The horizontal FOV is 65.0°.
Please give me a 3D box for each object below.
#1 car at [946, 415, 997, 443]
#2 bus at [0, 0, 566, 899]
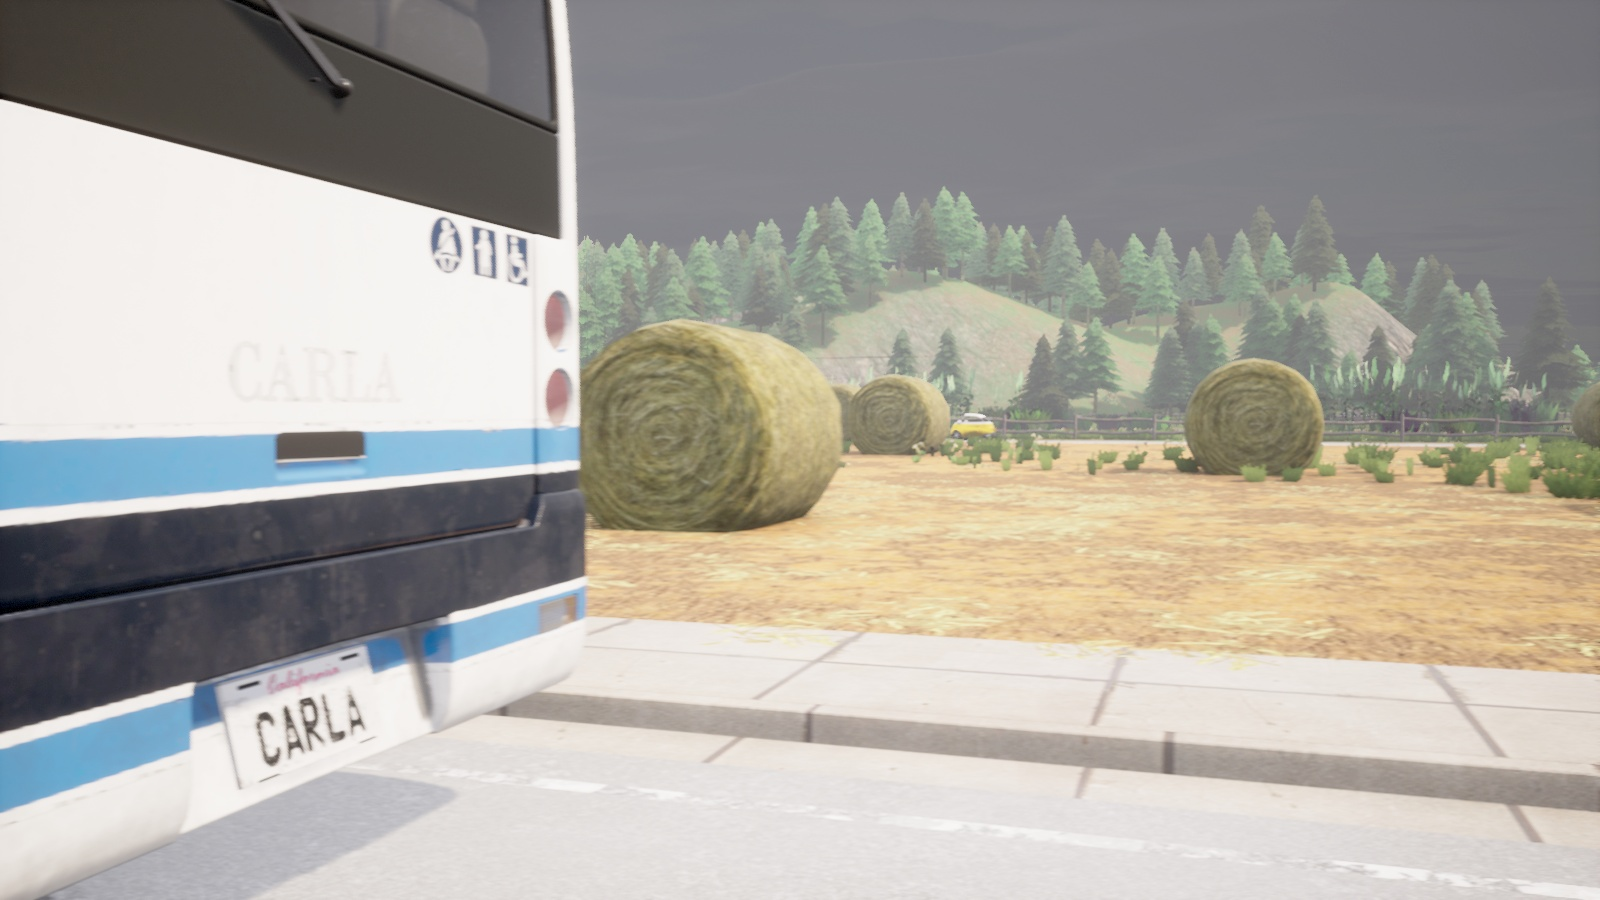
[{"bbox_3d":[8.677,-1.069,63.486,2.207,1.376,1.481,1,2,22],"label":"car"},{"bbox_3d":[-6.532,-0.722,5.322,10.273,4.253,3.944,1,2,19],"label":"bus"}]
